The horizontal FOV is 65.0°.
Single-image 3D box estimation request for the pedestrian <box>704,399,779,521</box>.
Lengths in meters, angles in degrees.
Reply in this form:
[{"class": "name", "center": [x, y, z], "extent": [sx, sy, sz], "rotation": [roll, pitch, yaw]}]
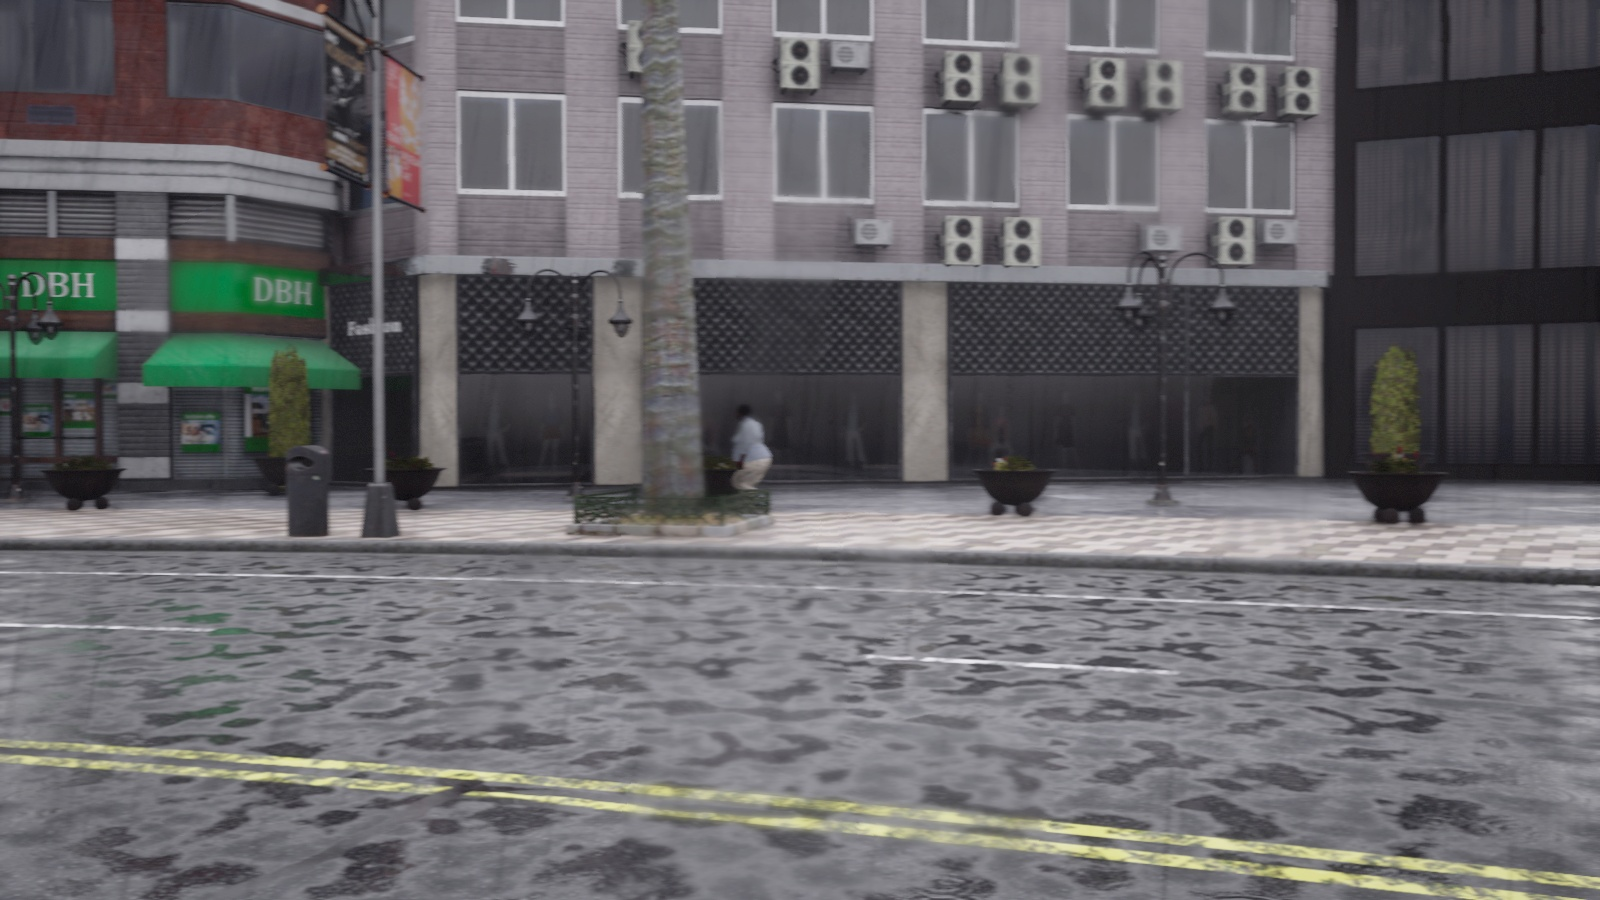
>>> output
[{"class": "pedestrian", "center": [-0.908, 0.144, 19.648], "extent": [0.900, 1.855, 0.874], "rotation": [1, 1, 19]}]
